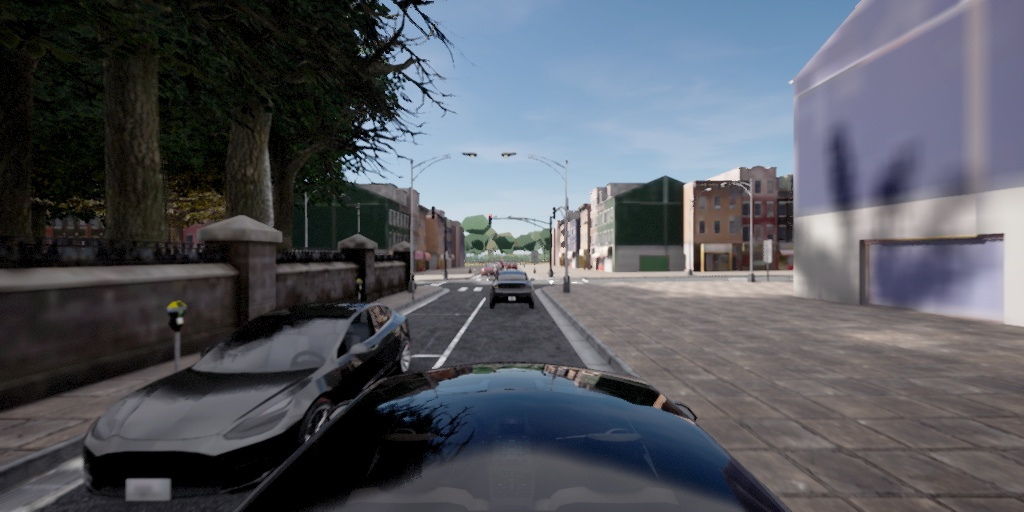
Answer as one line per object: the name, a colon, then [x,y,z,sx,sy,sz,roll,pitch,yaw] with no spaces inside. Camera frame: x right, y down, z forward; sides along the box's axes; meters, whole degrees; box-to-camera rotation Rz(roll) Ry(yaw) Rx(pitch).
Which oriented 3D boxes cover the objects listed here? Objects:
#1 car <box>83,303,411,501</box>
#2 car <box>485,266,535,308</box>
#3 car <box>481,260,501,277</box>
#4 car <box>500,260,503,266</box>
car: [-2.639,1.345,4.780,1.948,1.339,4.313,0,0,0]
car: [-0.010,1.400,16.147,1.837,1.490,4.892,0,0,0]
car: [-2.651,1.623,43.097,1.967,1.591,4.097,0,0,0]
car: [-2.653,1.685,48.531,1.967,1.591,4.097,0,0,0]
